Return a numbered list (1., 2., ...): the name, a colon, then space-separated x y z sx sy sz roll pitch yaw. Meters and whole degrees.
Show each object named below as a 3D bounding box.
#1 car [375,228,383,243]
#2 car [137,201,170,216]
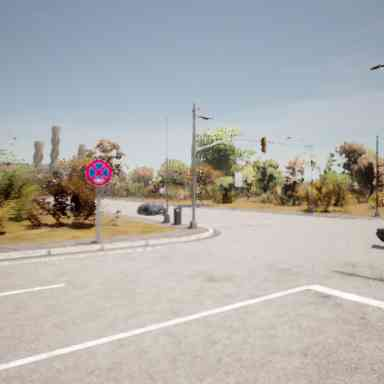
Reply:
1. car: 9.571 1.678 12.232 1.895 1.301 4.718 0 0 -32
2. car: -3.944 1.654 33.662 1.994 1.385 4.181 0 0 -32
